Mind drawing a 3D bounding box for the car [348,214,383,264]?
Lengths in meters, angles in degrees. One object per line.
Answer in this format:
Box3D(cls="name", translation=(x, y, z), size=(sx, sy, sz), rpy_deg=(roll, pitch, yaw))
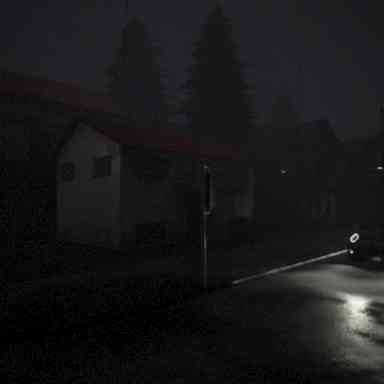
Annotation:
Box3D(cls="car", translation=(7.500, 1.580, 12.201), size=(4.553, 1.767, 2.097), rpy_deg=(1, -2, -44))
